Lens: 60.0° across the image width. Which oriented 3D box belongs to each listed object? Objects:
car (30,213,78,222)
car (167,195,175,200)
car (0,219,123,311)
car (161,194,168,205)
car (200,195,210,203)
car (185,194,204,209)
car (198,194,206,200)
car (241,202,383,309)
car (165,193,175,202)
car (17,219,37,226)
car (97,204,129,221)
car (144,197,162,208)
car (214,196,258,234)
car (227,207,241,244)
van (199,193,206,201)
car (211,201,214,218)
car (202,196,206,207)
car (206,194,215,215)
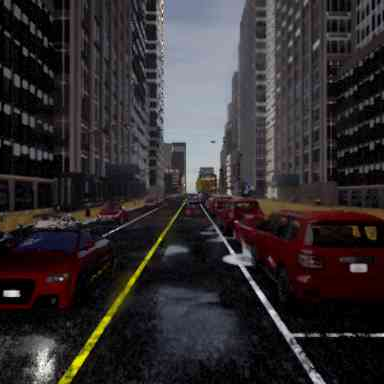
[{"bbox_3d":[-5.688,1.540,13.307,2.008,1.369,4.403,0,0,0],"label":"car"},{"bbox_3d":[-5.695,1.461,90.858,1.887,1.381,4.507,0,0,0],"label":"car"},{"bbox_3d":[-3.095,1.558,7.707,1.994,1.385,4.181,0,0,0],"label":"car"},{"bbox_3d":[-5.692,1.531,57.622,1.802,1.307,4.206,0,0,0],"label":"car"},{"bbox_3d":[2.688,1.378,68.701,1.967,1.590,4.097,0,0,0],"label":"car"},{"bbox_3d":[0.096,1.453,45.202,2.128,1.511,4.902,0,0,0],"label":"car"},{"bbox_3d":[2.686,1.356,90.859,1.967,1.590,4.097,0,0,0],"label":"car"},{"bbox_3d":[2.694,1.309,7.769,2.192,1.841,5.009,0,0,0],"label":"car"},{"bbox_3d":[-5.692,1.248,74.239,2.192,1.841,5.009,0,0,0],"label":"car"},{"bbox_3d":[-5.688,1.560,7.768,1.947,1.339,4.313,0,0,0],"label":"car"},{"bbox_3d":[-5.689,1.562,24.386,1.802,1.307,4.206,0,0,0],"label":"car"},{"bbox_3d":[-5.691,1.542,46.544,1.802,1.307,4.206,0,0,0],"label":"car"},{"bbox_3d":[2.693,1.299,18.848,2.192,1.841,5.009,0,0,0],"label":"car"},{"bbox_3d":[2.692,1.534,13.308,1.887,1.381,4.507,0,0,0],"label":"car"},{"bbox_3d":[2.687,1.262,85.319,1.690,1.788,3.998,0,0,0],"label":"van"},{"bbox_3d":[2.692,1.545,24.388,1.947,1.339,4.313,0,0,0],"label":"car"},{"bbox_3d":[2.690,1.515,41.005,2.008,1.369,4.403,0,0,0],"label":"car"},{"bbox_3d":[2.692,1.289,29.927,2.192,1.841,5.009,0,0,0],"label":"car"}]
